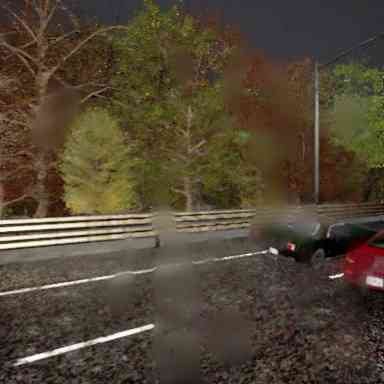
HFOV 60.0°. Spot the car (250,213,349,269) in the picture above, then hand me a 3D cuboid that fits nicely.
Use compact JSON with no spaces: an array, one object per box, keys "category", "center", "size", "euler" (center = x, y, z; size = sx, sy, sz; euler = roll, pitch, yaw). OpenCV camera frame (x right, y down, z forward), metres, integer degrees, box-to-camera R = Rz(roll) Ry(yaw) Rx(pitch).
[{"category":"car","center":[4.199,1.427,10.944],"size":[4.718,1.301,1.895],"euler":[0,11,-36]}]

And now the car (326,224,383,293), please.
[{"category":"car","center":[5.276,1.495,7.555],"size":[4.674,1.442,1.812],"euler":[0,0,-36]}]
